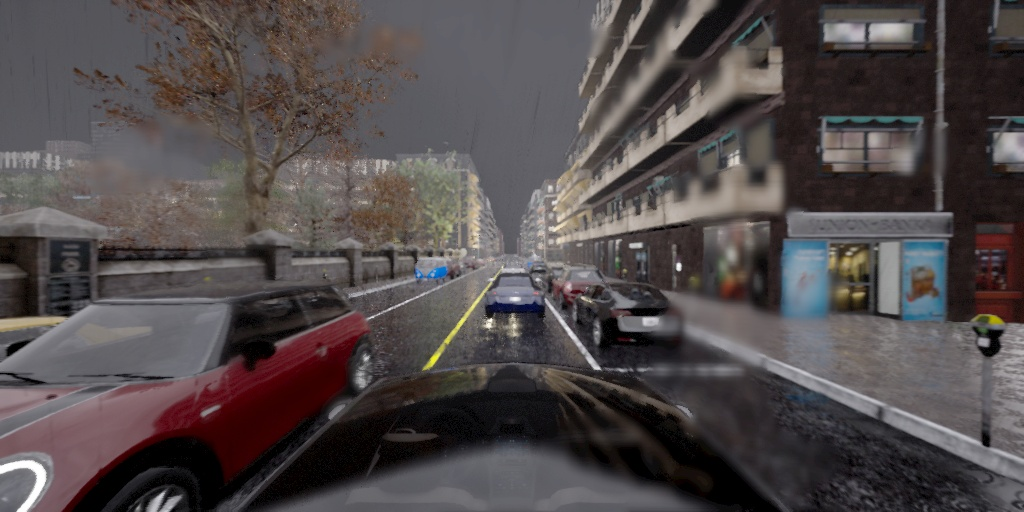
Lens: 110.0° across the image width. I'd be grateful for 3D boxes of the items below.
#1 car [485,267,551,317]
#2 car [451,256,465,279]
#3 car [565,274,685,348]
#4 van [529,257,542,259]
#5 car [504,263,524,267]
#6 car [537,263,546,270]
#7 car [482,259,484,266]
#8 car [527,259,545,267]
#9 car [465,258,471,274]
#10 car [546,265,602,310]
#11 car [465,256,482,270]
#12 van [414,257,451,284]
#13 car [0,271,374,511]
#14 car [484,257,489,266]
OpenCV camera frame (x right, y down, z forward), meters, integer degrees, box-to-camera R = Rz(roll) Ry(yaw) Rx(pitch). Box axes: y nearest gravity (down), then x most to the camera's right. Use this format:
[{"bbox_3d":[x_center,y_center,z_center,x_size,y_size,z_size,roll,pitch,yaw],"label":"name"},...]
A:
[{"bbox_3d":[0.098,1.280,12.992,1.994,1.385,4.181,0,0,0],"label":"car"},{"bbox_3d":[-5.697,0.977,31.120,2.192,1.841,5.009,0,0,0],"label":"car"},{"bbox_3d":[2.689,1.293,8.983,1.948,1.339,4.313,0,0,0],"label":"car"},{"bbox_3d":[2.681,0.970,42.193,1.690,1.789,3.998,0,0,0],"label":"van"},{"bbox_3d":[0.095,1.263,30.835,1.895,1.301,4.718,0,0,0],"label":"car"},{"bbox_3d":[2.686,1.260,20.053,1.948,1.339,4.313,0,0,0],"label":"car"},{"bbox_3d":[-5.702,1.165,53.261,1.948,1.339,4.313,0,0,0],"label":"car"},{"bbox_3d":[2.682,1.211,36.658,1.948,1.339,4.313,0,0,0],"label":"car"},{"bbox_3d":[-5.698,1.196,36.655,2.007,1.370,4.403,0,0,0],"label":"car"},{"bbox_3d":[2.688,1.151,14.517,1.967,1.591,4.097,0,0,0],"label":"car"},{"bbox_3d":[-5.701,0.929,47.726,2.192,1.841,5.009,0,0,0],"label":"car"},{"bbox_3d":[-5.696,1.019,25.584,1.690,1.789,3.998,0,0,0],"label":"van"},{"bbox_3d":[-3.100,1.097,3.439,2.097,1.767,4.553,0,0,0],"label":"car"},{"bbox_3d":[-5.705,1.151,64.331,1.802,1.307,4.207,0,0,0],"label":"car"}]
